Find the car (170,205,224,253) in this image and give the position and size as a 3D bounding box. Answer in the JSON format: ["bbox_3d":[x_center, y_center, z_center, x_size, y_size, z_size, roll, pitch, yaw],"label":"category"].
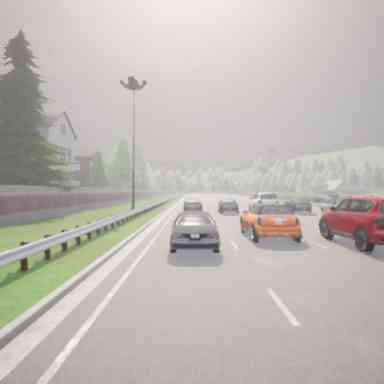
[{"bbox_3d":[0.100,1.490,13.439,2.033,1.411,5.357,0,0,0],"label":"car"}]

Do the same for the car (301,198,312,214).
[{"bbox_3d":[10.600,1.347,33.787,2.128,1.511,4.902,0,0,0],"label":"car"}]

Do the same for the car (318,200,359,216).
[{"bbox_3d":[14.099,1.462,32.326,1.895,1.301,4.718,0,0,0],"label":"car"}]

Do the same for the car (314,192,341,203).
[{"bbox_3d":[22.922,0.971,56.436,3.866,1.878,1.905,0,0,0],"label":"car"}]

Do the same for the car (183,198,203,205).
[{"bbox_3d":[0.101,1.347,33.798,2.128,1.511,4.902,0,0,0],"label":"car"}]

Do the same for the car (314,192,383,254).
[{"bbox_3d":[7.100,1.164,13.403,2.150,2.045,5.566,0,0,0],"label":"car"}]

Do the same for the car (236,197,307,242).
[{"bbox_3d":[3.602,1.283,15.972,2.097,1.767,4.553,0,0,0],"label":"car"}]

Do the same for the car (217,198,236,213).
[{"bbox_3d":[3.601,1.347,33.807,2.128,1.511,4.902,0,0,0],"label":"car"}]

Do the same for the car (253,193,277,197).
[{"bbox_3d":[7.100,1.079,33.135,2.150,2.045,5.566,0,0,0],"label":"car"}]
